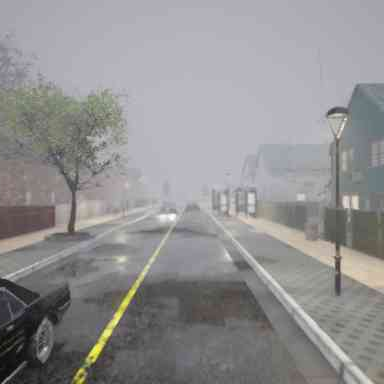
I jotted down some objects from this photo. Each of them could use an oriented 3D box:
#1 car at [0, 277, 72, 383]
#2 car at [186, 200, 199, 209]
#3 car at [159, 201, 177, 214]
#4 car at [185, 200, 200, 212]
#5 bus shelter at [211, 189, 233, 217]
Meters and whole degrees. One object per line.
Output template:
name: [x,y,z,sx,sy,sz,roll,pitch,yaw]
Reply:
car: [-2.839,1.621,3.038,1.895,1.301,4.718,0,0,0]
car: [0.045,2.038,54.634,2.033,1.411,5.357,0,-1,0]
car: [-2.804,1.817,40.128,2.128,1.511,4.902,0,-1,0]
car: [0.060,1.944,45.352,1.994,1.385,4.181,0,-1,0]
bus shelter: [3.031,1.147,34.674,1.920,2.740,3.880,0,-1,0]
